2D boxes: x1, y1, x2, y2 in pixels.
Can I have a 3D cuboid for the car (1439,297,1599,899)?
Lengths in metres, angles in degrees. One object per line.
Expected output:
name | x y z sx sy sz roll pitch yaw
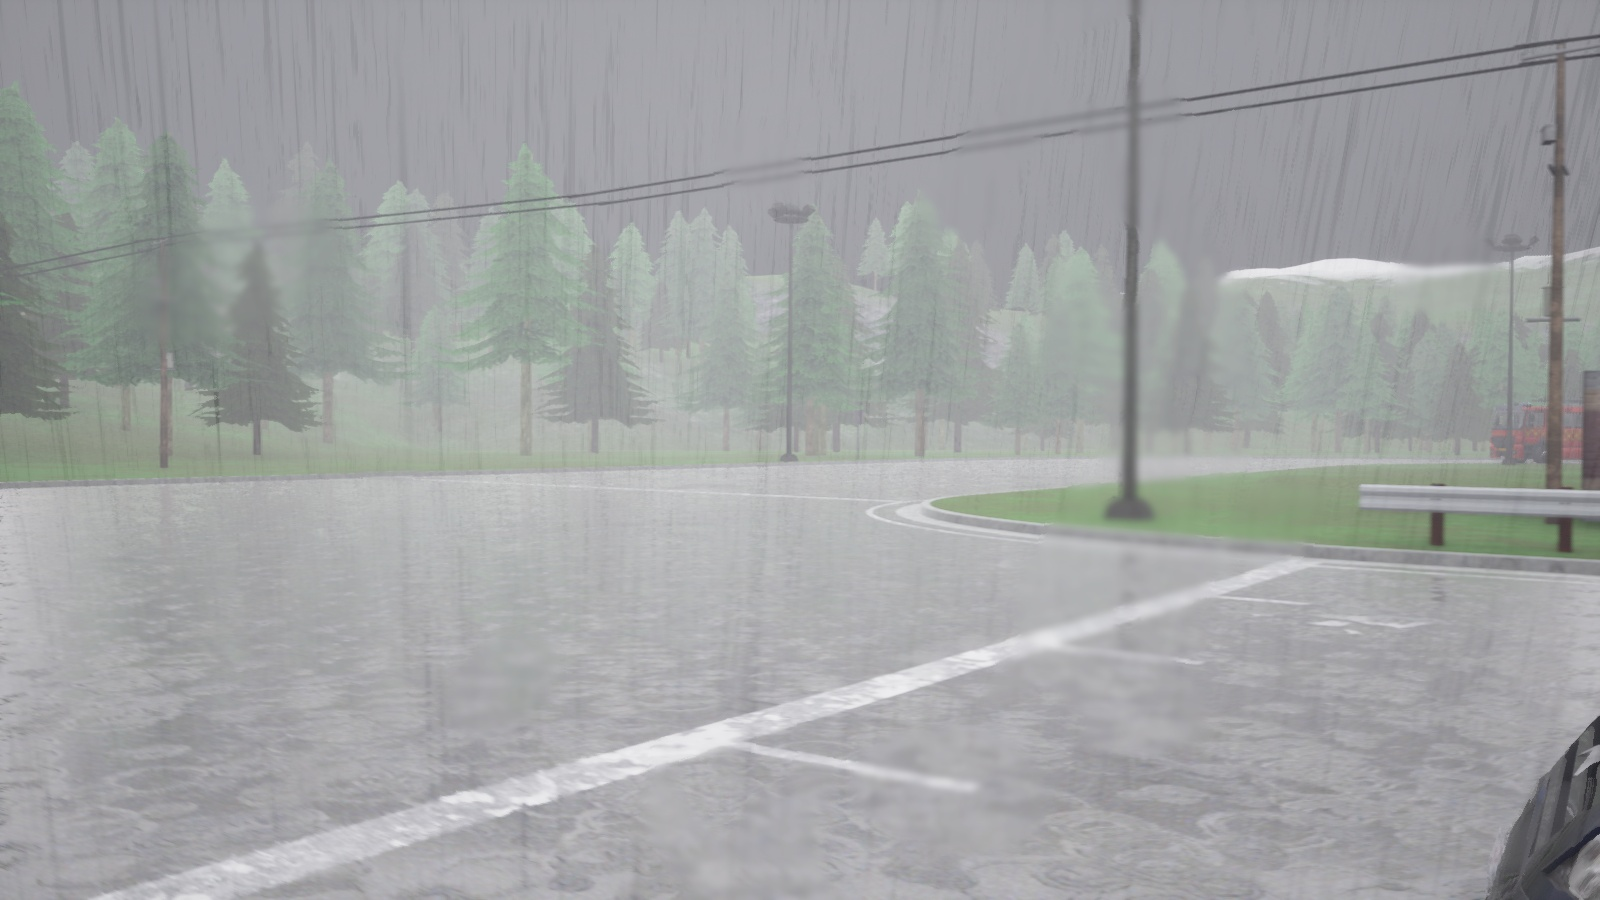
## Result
car | 3.129 0.580 1.543 3.988 1.617 1.851 0 1 34

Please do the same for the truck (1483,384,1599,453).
truck | 44.296 -1.822 72.349 8.468 3.827 2.891 -1 1 -3
